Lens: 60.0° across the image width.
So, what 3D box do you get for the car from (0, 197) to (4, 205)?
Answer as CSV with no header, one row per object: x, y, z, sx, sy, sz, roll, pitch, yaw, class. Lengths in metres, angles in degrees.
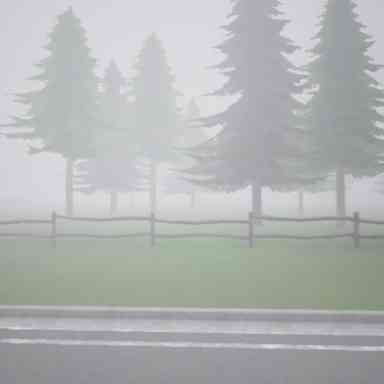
-36.945,1.767,64.696,2.033,1.411,5.357,0,0,4,car

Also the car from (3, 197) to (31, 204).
-33.453,1.755,64.462,2.033,1.411,5.357,0,0,4,car
